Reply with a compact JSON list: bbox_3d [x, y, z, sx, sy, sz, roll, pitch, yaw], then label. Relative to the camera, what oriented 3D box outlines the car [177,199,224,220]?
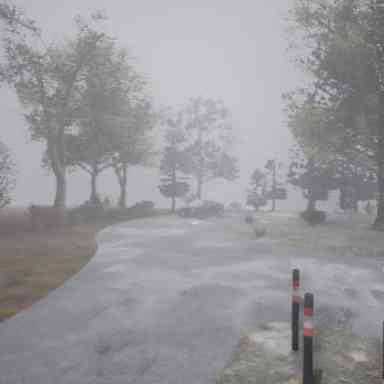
[{"bbox_3d":[0.765,1.368,27.467,1.882,1.535,5.008,0,0,37],"label":"car"}]
